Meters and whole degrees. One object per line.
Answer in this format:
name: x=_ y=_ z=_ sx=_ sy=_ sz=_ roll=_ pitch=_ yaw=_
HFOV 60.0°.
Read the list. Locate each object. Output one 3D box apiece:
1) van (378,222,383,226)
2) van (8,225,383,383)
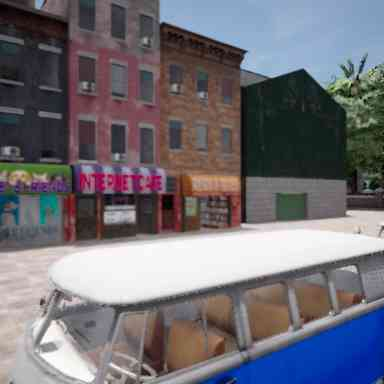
van: x=4.927 y=1.336 z=6.325 sx=3.998 sy=1.788 sz=1.690 roll=0 pitch=0 yaw=-36
van: x=0.478 y=1.340 z=3.152 sx=3.998 sy=1.788 sz=1.690 roll=0 pitch=0 yaw=-35
